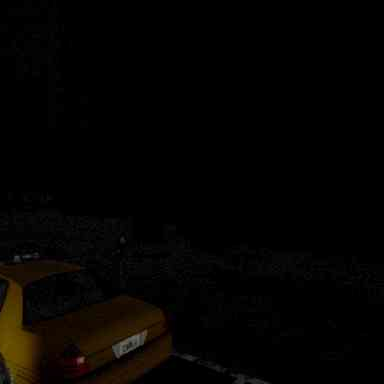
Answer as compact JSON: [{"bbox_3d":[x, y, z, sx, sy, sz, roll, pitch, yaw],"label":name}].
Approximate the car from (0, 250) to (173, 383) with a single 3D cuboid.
[{"bbox_3d":[-2.511,1.525,4.752,4.829,1.417,1.752,0,0,36],"label":"car"}]
